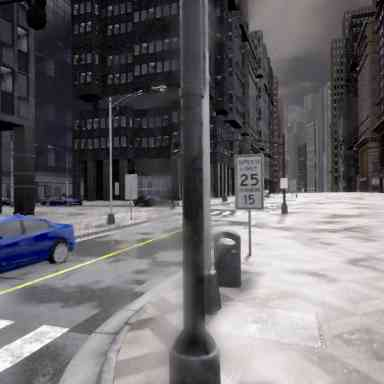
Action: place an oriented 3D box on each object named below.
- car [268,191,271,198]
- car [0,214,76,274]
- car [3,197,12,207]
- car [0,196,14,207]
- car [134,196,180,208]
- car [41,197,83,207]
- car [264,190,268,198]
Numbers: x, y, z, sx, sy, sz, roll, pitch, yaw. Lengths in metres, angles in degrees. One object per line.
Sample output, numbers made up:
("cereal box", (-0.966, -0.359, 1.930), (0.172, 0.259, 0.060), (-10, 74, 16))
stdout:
("car", (14.604, 0.410, 66.634), (2.128, 1.511, 4.902), (-1, 1, 19))
("car", (-5.230, 1.397, 8.739), (1.882, 1.535, 5.008), (-1, 1, 19))
("car", (-26.031, 1.331, 42.956), (4.718, 1.301, 1.895), (-1, 0, 19))
("car", (-27.450, 1.326, 46.803), (4.181, 1.385, 1.994), (0, 0, 19))
("car", (-3.647, 1.114, 34.921), (4.718, 1.301, 1.895), (-1, 0, 24))
("car", (-15.308, 1.229, 39.272), (4.718, 1.301, 1.895), (-1, 0, 19))
("car", (11.229, 0.631, 56.940), (1.994, 1.385, 4.181), (-1, 1, 19))
